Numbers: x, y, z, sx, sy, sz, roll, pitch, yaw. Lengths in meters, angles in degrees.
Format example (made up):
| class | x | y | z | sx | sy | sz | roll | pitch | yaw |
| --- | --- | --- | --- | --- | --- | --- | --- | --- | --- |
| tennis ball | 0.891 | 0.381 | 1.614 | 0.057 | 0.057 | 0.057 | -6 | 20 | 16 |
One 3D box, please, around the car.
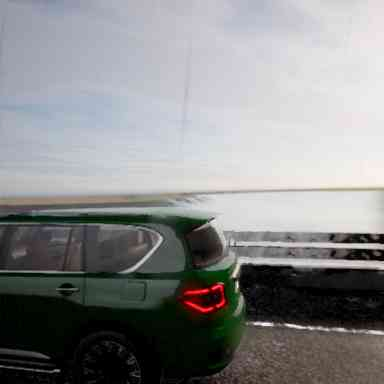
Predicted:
| class | x | y | z | sx | sy | sz | roll | pitch | yaw |
| --- | --- | --- | --- | --- | --- | --- | --- | --- | --- |
| car | -2.060 | 1.244 | 4.665 | 5.566 | 2.045 | 2.150 | 0 | 0 | 13 |
